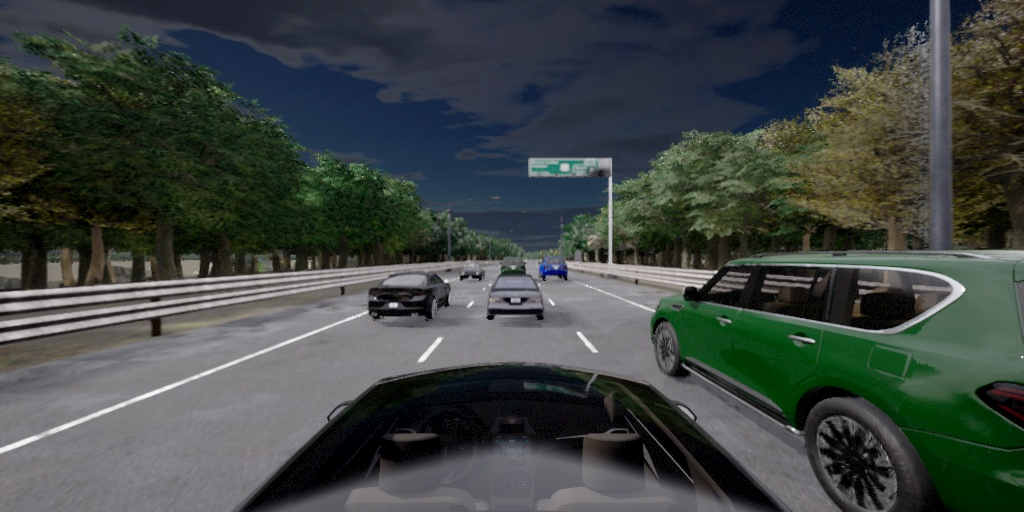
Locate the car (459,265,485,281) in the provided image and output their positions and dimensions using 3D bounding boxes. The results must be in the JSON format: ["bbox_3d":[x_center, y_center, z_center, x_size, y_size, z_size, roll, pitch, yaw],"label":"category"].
[{"bbox_3d":[-3.392,1.470,31.439,1.895,1.301,4.718,0,0,0],"label":"car"}]

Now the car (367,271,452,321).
[{"bbox_3d":[-3.397,1.267,12.753,1.882,1.535,5.008,0,0,0],"label":"car"}]

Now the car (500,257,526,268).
[{"bbox_3d":[0.108,1.094,32.010,2.150,2.045,5.566,0,0,0],"label":"car"}]

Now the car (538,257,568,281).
[{"bbox_3d":[3.608,1.094,32.104,2.150,2.045,5.566,0,0,0],"label":"car"}]

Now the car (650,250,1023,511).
[{"bbox_3d":[3.599,0.980,4.219,2.150,2.045,5.566,0,0,0],"label":"car"}]

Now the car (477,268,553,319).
[{"bbox_3d":[0.104,1.338,12.896,2.033,1.411,5.357,0,0,0],"label":"car"}]
